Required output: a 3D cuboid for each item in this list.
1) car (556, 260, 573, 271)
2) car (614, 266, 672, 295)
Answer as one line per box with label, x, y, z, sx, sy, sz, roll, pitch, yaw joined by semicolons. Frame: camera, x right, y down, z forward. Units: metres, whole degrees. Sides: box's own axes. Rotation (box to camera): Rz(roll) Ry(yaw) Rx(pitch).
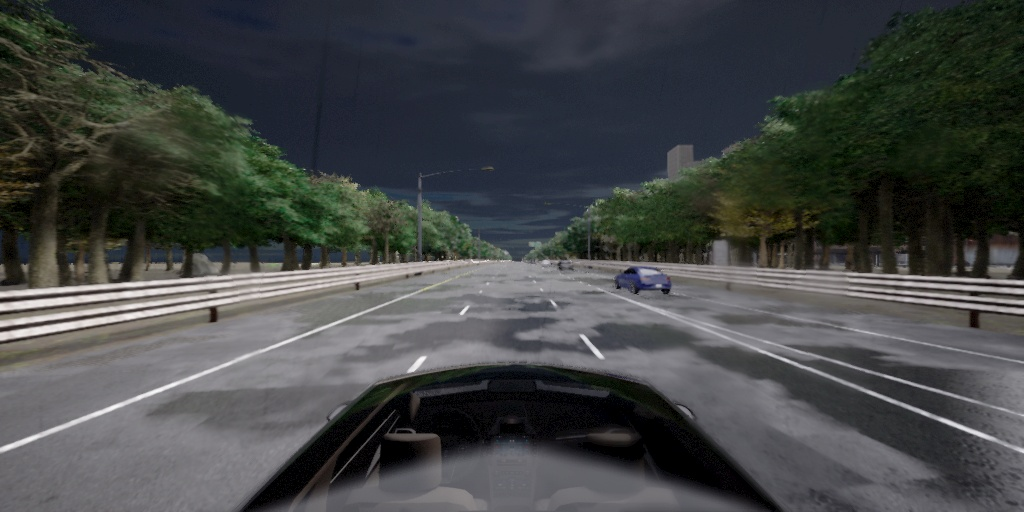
car;7.061;1.264;48.258;2.128;1.511;4.902;0;0;0
car;7.085;1.278;19.719;1.812;1.442;4.674;0;0;-1
